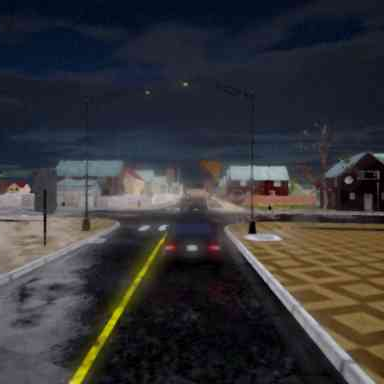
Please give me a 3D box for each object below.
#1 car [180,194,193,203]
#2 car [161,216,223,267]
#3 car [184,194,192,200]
[{"bbox_3d":[-1.501,1.574,69.454,2.033,1.411,5.357,0,0,2],"label":"car"},{"bbox_3d":[0.021,1.543,11.375,2.033,1.411,5.357,0,0,0],"label":"car"},{"bbox_3d":[-0.942,1.184,85.019,1.837,1.490,4.892,0,0,2],"label":"car"}]
